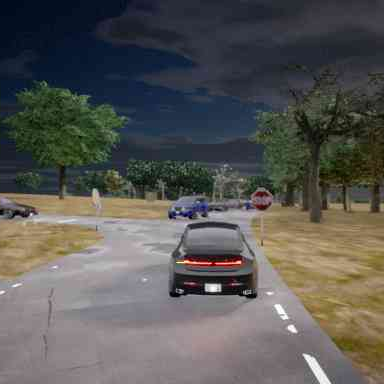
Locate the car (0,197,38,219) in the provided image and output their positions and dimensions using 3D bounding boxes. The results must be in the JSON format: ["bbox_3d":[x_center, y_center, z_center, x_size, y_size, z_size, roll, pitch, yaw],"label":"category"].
[{"bbox_3d":[-13.378,1.010,22.651,5.357,1.411,2.033,2,-1,8],"label":"car"}]

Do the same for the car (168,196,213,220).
[{"bbox_3d":[-0.208,1.389,30.056,2.150,2.045,5.566,0,-1,21],"label":"car"}]

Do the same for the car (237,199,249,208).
[{"bbox_3d":[10.059,2.224,65.239,1.882,1.535,5.008,0,-1,15],"label":"car"}]

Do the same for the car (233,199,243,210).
[{"bbox_3d":[6.662,1.878,52.934,2.097,1.767,4.553,0,-1,16],"label":"car"}]

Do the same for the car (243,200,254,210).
[{"bbox_3d":[9.621,1.977,51.673,1.882,1.535,5.008,0,-1,16],"label":"car"}]

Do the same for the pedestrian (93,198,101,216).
[{"bbox_3d":[-8.095,1.099,28.436,0.375,1.860,0.375,0,-4,7],"label":"pedestrian"}]

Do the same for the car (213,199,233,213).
[{"bbox_3d":[3.294,1.887,41.580,2.033,1.411,5.357,0,-1,16],"label":"car"}]

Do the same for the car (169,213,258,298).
[{"bbox_3d":[0.529,1.510,8.513,1.837,1.490,4.892,0,0,3],"label":"car"}]
